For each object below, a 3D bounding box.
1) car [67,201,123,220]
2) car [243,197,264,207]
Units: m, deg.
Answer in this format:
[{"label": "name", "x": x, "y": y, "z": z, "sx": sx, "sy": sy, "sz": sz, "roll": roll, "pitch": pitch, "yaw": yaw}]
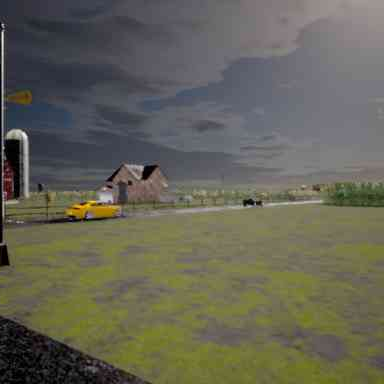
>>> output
[{"label": "car", "x": -8.088, "y": 1.485, "z": 28.113, "sx": 1.882, "sy": 1.535, "sz": 5.008, "roll": -1, "pitch": -1, "yaw": 36}, {"label": "car", "x": 9.850, "y": 1.583, "z": 53.441, "sx": 1.837, "sy": 1.490, "sz": 4.892, "roll": -1, "pitch": 0, "yaw": 36}]
